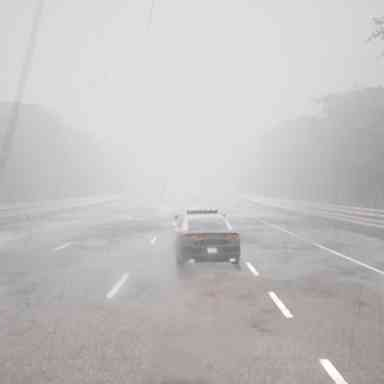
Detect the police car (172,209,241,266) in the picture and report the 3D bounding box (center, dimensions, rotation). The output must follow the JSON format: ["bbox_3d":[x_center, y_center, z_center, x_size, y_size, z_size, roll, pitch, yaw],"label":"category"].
[{"bbox_3d":[0.358,1.425,11.685,1.930,1.638,5.238,-1,0,-5],"label":"police car"}]
